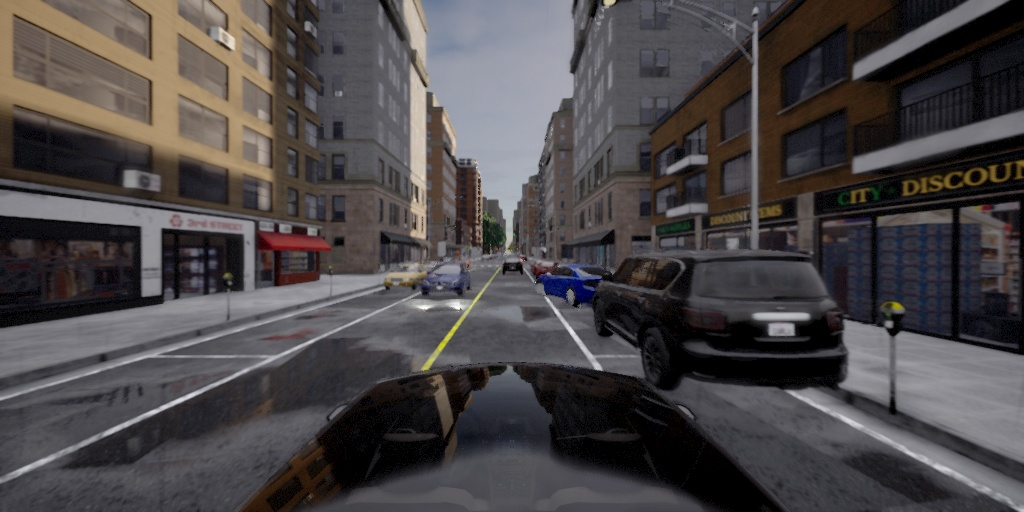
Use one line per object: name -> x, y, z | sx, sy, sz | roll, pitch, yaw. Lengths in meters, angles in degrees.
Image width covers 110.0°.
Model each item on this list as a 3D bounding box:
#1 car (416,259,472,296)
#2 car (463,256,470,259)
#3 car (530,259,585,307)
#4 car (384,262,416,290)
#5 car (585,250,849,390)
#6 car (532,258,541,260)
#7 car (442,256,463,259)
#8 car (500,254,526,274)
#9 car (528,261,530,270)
car -> -3.103, 1.081, 17.682 | 1.812, 1.442, 4.674 | 0, 1, 0
car -> -5.864, 0.706, 42.642 | 1.967, 1.591, 4.097 | 0, 0, 0
car -> 2.600, 1.069, 14.657 | 1.882, 1.535, 5.008 | 0, 1, -17
car -> -5.860, 1.045, 20.502 | 1.751, 1.417, 4.829 | 0, 0, 0
car -> 3.105, 0.908, 6.813 | 2.150, 2.045, 5.566 | 0, 1, 0
car -> 2.666, 1.000, 26.174 | 1.888, 1.381, 4.507 | 0, 0, 0
car -> -5.862, 0.831, 31.656 | 1.967, 1.591, 4.097 | 0, 0, 0
car -> 0.076, 0.844, 33.875 | 1.882, 1.535, 5.008 | 0, 1, 0
car -> 2.665, 0.936, 31.665 | 1.888, 1.381, 4.507 | 0, 0, 0
